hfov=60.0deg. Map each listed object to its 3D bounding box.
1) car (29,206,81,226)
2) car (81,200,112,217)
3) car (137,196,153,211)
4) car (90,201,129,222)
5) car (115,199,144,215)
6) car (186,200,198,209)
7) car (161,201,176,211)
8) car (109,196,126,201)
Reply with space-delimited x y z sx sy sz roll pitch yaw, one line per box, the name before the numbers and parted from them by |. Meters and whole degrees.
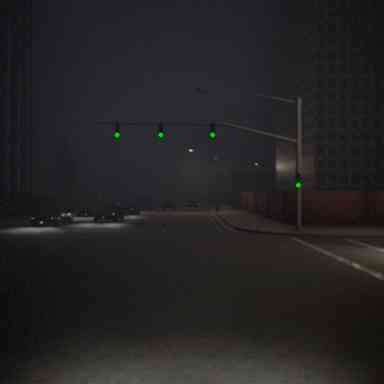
car | -10.630 1.769 25.857 2.033 1.411 5.357 0 0 -3
car | -10.589 1.855 35.932 2.033 1.411 5.357 0 0 0
car | -7.033 1.636 48.466 2.150 2.045 5.566 0 0 1
car | -7.073 1.773 28.843 1.812 1.442 4.674 0 0 0
car | -7.082 1.851 37.937 1.812 1.442 4.674 0 0 0
car | 0.011 2.019 53.227 1.994 1.385 4.181 0 0 0
car | -3.393 1.963 48.604 2.033 1.411 5.357 0 0 0
car | -10.547 1.621 46.625 2.150 2.045 5.566 0 0 0
